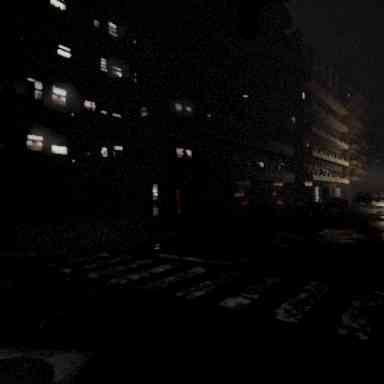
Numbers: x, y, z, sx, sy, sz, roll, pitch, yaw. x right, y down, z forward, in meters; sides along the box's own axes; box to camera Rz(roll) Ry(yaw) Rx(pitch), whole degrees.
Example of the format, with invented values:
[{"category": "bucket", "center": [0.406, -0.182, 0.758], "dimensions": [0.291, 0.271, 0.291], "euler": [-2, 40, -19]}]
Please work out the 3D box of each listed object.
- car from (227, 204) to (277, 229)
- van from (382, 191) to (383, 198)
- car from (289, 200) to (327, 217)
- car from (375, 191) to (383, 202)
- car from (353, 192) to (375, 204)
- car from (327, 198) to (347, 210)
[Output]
[{"category": "car", "center": [3.823, 1.447, 20.756], "dimensions": [1.887, 1.381, 4.507], "euler": [-1, 0, 36]}, {"category": "van", "center": [43.135, 0.747, 74.695], "dimensions": [1.690, 1.788, 3.998], "euler": [-1, 0, 36]}, {"category": "car", "center": [9.835, 1.373, 28.874], "dimensions": [2.008, 1.369, 4.403], "euler": [-1, 0, 36]}, {"category": "car", "center": [33.148, 1.076, 60.949], "dimensions": [2.008, 1.369, 4.403], "euler": [-1, 0, 36]}, {"category": "car", "center": [26.484, 0.922, 51.785], "dimensions": [2.192, 1.841, 5.009], "euler": [-1, 0, 36]}, {"category": "car", "center": [16.497, 1.301, 38.039], "dimensions": [1.947, 1.339, 4.313], "euler": [-1, 0, 36]}]
